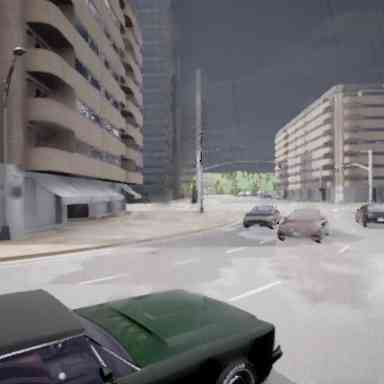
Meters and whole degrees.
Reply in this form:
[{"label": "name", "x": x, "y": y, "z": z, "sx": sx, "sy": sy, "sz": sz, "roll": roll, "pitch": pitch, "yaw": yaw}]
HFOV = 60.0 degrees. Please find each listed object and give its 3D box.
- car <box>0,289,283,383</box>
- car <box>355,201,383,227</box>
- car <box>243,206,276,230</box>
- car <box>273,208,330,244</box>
[{"label": "car", "x": -1.327, "y": 1.629, "z": 2.956, "sx": 4.718, "sy": 1.301, "sz": 1.895, "roll": 0, "pitch": 0, "yaw": -37}, {"label": "car", "x": 12.402, "y": 1.552, "z": 22.719, "sx": 1.812, "sy": 1.442, "sz": 4.674, "roll": 0, "pitch": 0, "yaw": 19}, {"label": "car", "x": 4.866, "y": 1.627, "z": 22.354, "sx": 2.033, "sy": 1.411, "sz": 5.357, "roll": 0, "pitch": 0, "yaw": 22}, {"label": "car", "x": 5.643, "y": 1.570, "z": 16.420, "sx": 1.812, "sy": 1.442, "sz": 4.674, "roll": 0, "pitch": 0, "yaw": 29}]
